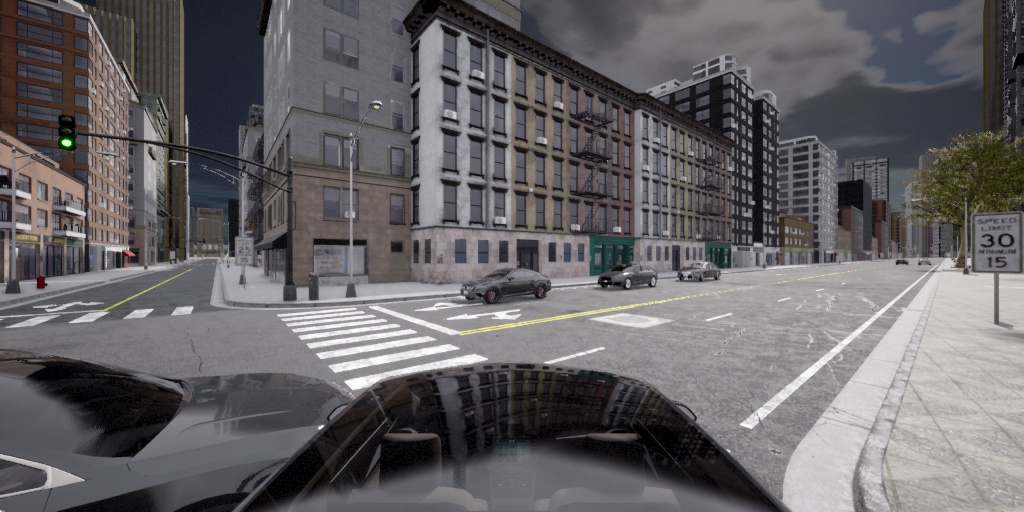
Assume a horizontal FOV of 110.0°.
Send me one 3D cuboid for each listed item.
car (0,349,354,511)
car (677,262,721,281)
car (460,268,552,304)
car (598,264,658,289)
[{"bbox_3d":[-3.235,1.257,1.671,4.892,1.490,1.837,0,0,-35],"label":"car"},{"bbox_3d":[15.438,1.233,29.481,4.902,1.511,2.128,0,0,-39],"label":"car"},{"bbox_3d":[-0.166,1.285,16.667,4.674,1.442,1.812,0,0,-39],"label":"car"},{"bbox_3d":[7.478,1.256,22.950,4.892,1.490,1.837,0,0,-39],"label":"car"}]
